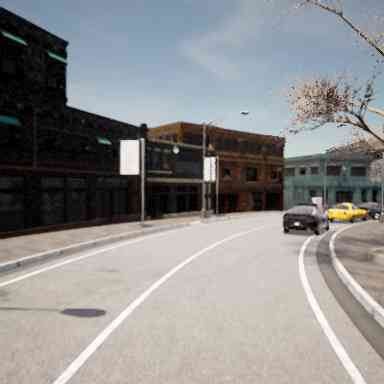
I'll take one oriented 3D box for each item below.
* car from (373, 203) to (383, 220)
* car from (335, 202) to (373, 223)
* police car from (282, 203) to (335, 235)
[{"bbox_3d":[16.782,1.745,30.769,4.892,1.490,1.837,1,1,-37],"label":"car"},{"bbox_3d":[12.709,1.620,27.200,1.801,1.575,5.366,2,1,45],"label":"car"},{"bbox_3d":[6.891,1.498,19.807,1.930,1.638,5.238,1,0,31],"label":"police car"}]
